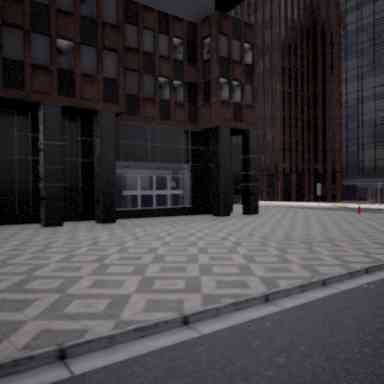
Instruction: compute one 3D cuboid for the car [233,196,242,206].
[{"bbox_3d":[6.542,1.302,48.596,1.895,1.301,4.718,-1,1,-35],"label":"car"}]
